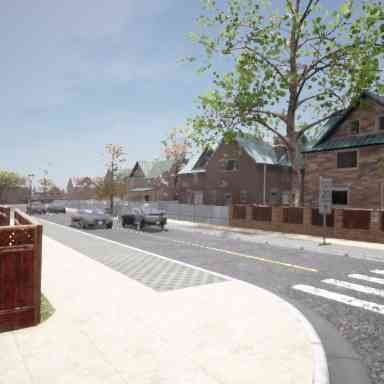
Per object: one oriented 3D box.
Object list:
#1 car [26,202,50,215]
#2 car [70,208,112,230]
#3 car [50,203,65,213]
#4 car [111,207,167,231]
[{"bbox_3d":[-19.699,2.037,41.996,1.837,1.490,4.892,2,-2,-34],"label":"car"},{"bbox_3d":[-7.028,1.815,23.157,1.994,1.385,4.181,2,-2,-34],"label":"car"},{"bbox_3d":[-18.859,2.196,45.837,1.994,1.385,4.181,2,-2,-34],"label":"car"},{"bbox_3d":[-3.549,1.798,23.284,2.128,1.511,4.902,2,-2,-34],"label":"car"}]
